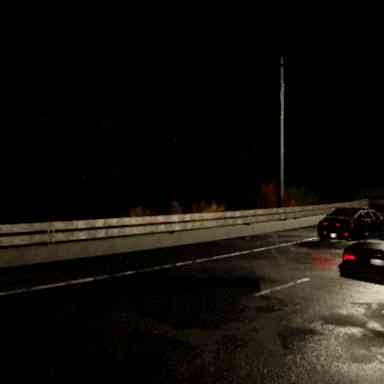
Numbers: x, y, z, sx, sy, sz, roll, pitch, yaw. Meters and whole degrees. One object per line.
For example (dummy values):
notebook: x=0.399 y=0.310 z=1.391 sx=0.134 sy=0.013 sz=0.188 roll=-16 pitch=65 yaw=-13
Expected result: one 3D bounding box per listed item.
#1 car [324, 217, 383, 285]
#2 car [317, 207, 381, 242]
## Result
car: x=5.797 y=1.519 z=8.654 sx=5.357 sy=1.411 sz=2.033 roll=0 pitch=0 yaw=-41
car: x=7.393 y=1.461 z=14.953 sx=4.892 sy=1.490 sz=1.837 roll=0 pitch=0 yaw=-44
